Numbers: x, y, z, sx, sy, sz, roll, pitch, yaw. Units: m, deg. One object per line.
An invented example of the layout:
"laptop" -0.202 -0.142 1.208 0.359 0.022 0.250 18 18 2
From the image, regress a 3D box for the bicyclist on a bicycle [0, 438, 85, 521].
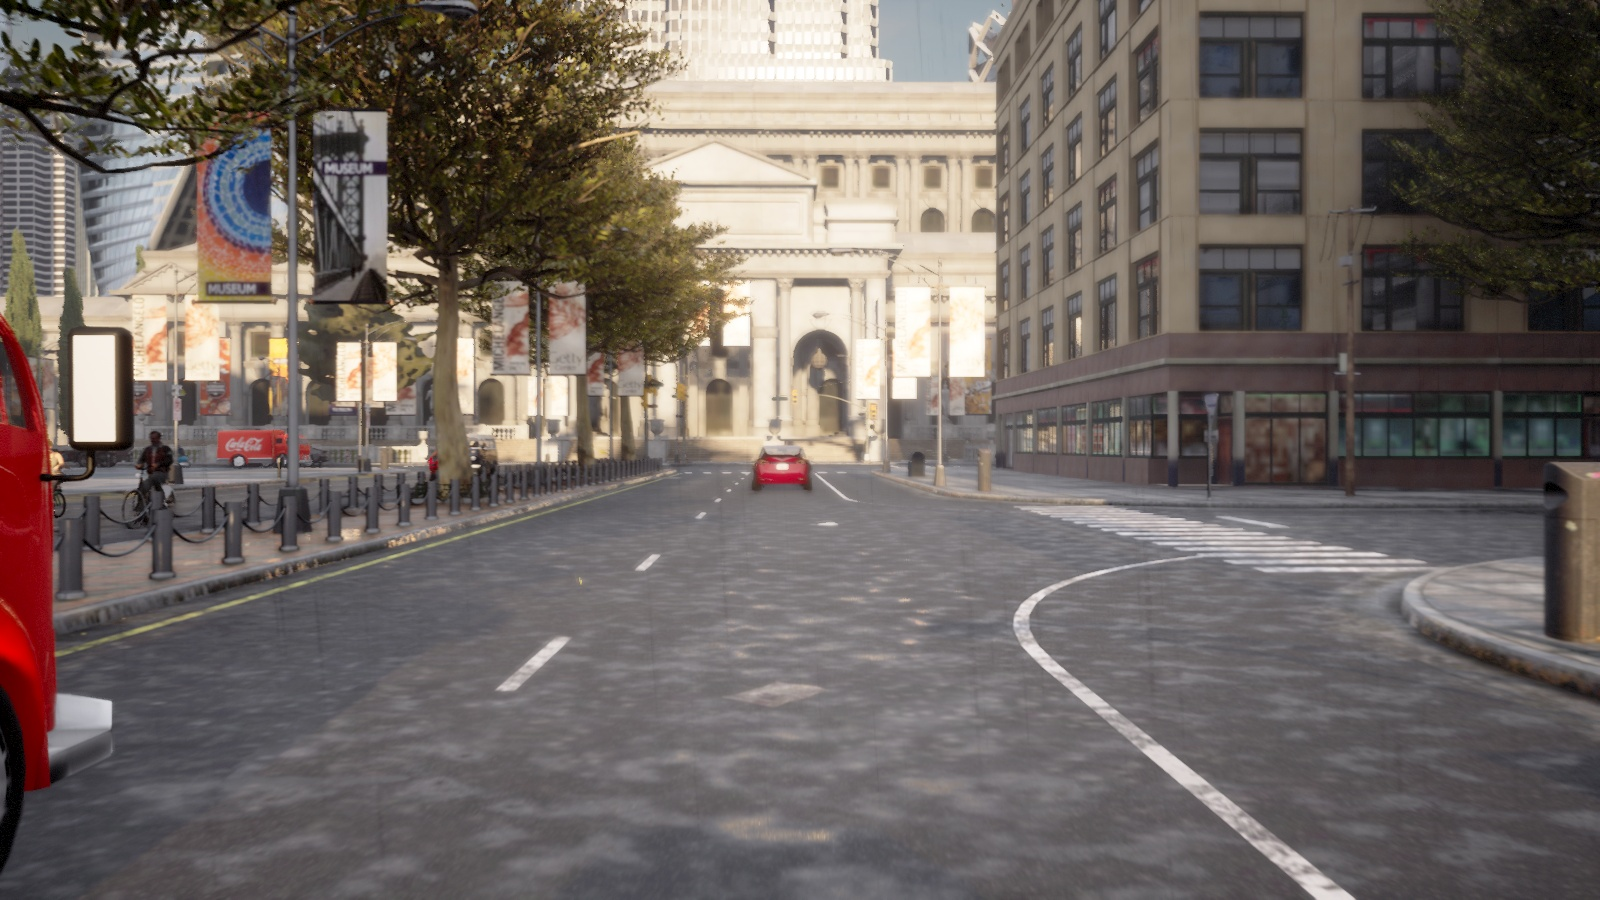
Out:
"bicyclist on a bicycle" -15.226 0.571 25.240 0.866 1.612 1.509 0 0 -1

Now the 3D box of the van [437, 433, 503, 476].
"van" -15.899 0.218 60.700 2.069 2.038 4.480 0 0 -1

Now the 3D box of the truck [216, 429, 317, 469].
"truck" -33.496 -0.071 78.908 5.204 2.467 2.627 -1 0 -1

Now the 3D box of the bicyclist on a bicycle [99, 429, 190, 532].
"bicyclist on a bicycle" -11.707 0.519 22.504 0.659 1.776 1.843 0 0 0

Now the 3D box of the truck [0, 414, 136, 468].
"truck" -48.232 -0.599 82.194 7.936 3.462 2.891 0 0 -1

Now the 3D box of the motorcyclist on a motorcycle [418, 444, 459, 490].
"motorcyclist on a motorcycle" -12.050 0.552 41.946 0.797 1.523 2.044 0 0 -1

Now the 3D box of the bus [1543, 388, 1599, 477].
"bus" 40.540 -0.841 59.959 3.944 4.253 10.273 0 0 -1

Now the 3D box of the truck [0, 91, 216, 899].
"truck" -3.530 0.259 2.135 2.627 2.467 5.204 0 1 0

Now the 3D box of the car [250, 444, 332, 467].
"car" -34.793 0.380 85.902 4.892 1.490 1.837 -1 0 -1

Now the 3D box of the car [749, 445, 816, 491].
"car" -0.612 0.574 42.829 2.163 1.488 4.792 0 0 -1
